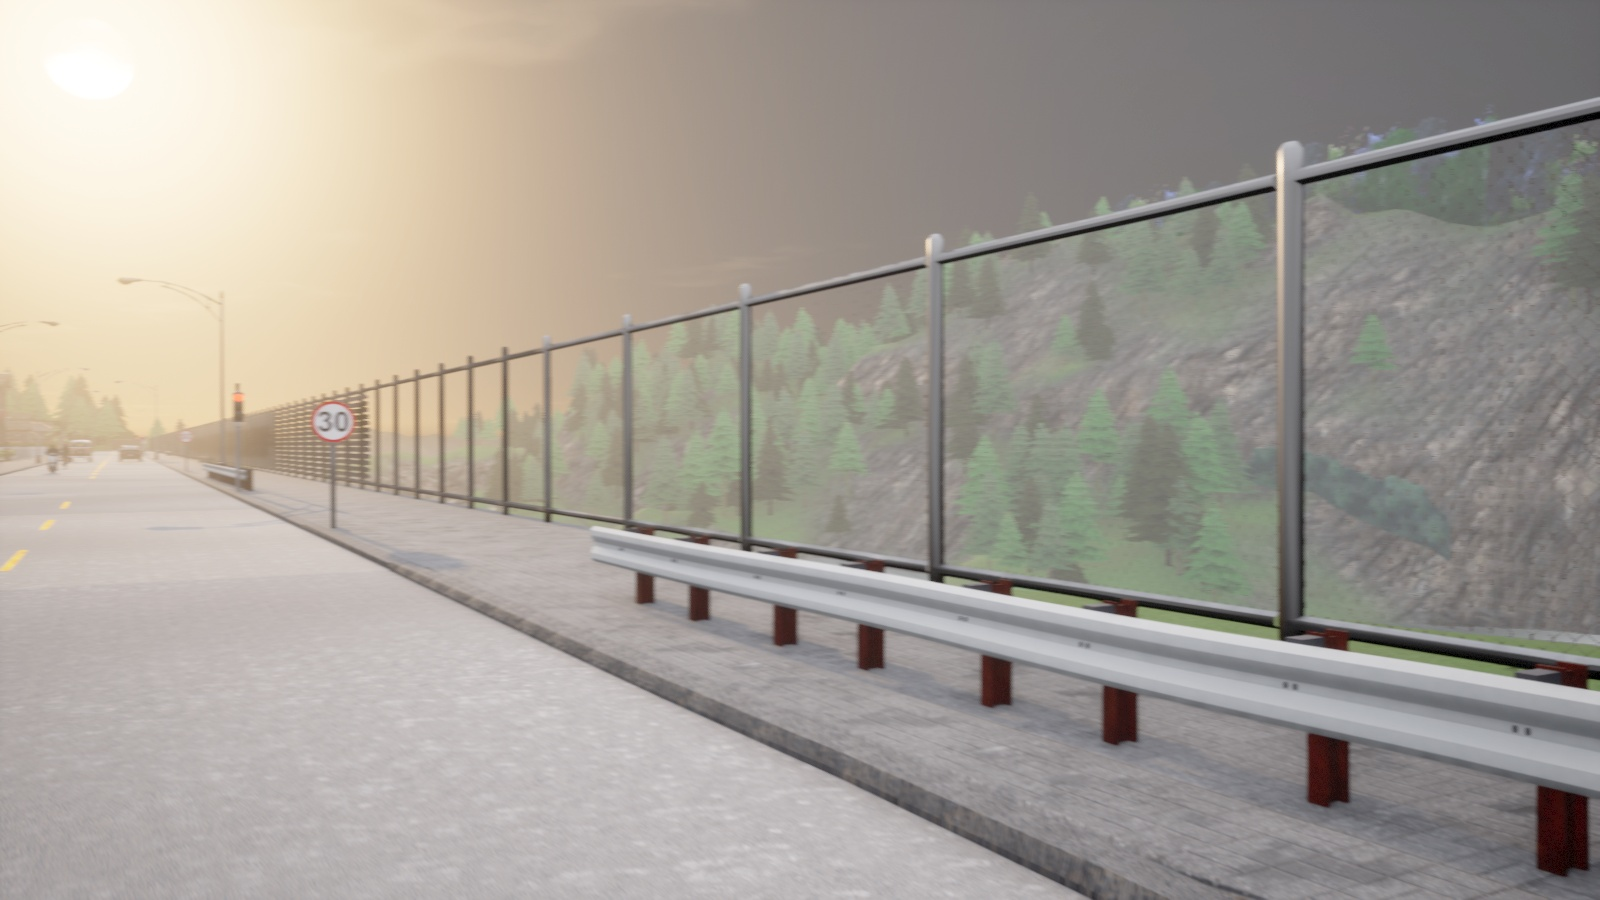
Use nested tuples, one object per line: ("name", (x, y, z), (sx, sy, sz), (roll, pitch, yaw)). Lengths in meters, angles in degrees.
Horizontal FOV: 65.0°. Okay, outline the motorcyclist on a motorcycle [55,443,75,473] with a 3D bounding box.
("motorcyclist on a motorcycle", (-39.695, 0.409, 67.853), (0.866, 1.590, 1.817), (0, 0, -28))
